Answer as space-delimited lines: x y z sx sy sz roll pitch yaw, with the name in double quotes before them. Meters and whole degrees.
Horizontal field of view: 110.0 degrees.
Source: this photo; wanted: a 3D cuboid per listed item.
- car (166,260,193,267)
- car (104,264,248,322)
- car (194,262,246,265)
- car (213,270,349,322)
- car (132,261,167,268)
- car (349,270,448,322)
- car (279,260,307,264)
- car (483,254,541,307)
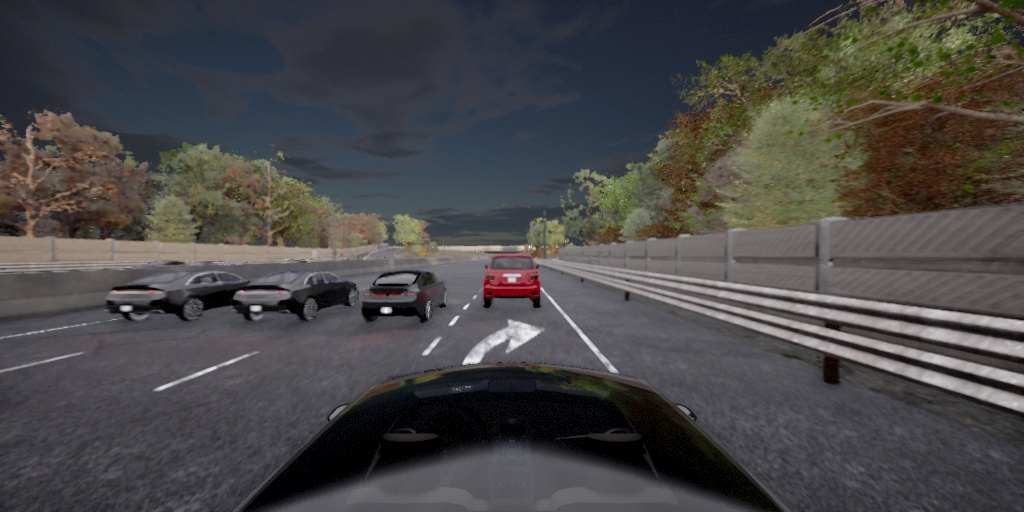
"car" -28.081 1.207 32.452 1.994 1.385 4.181 0 0 0
"car" -10.401 1.199 12.091 2.128 1.511 4.902 0 0 0
"car" -24.588 1.247 31.341 1.895 1.301 4.718 0 0 0
"car" -6.901 1.200 12.086 2.128 1.511 4.902 0 0 0
"car" -31.580 1.149 32.436 1.837 1.490 4.892 0 0 0
"car" -3.400 1.214 12.119 1.837 1.490 4.892 0 0 0
"car" -21.084 1.147 34.280 1.837 1.490 4.892 0 0 0
"car" -0.002 0.920 15.250 2.150 2.045 5.566 0 0 0
